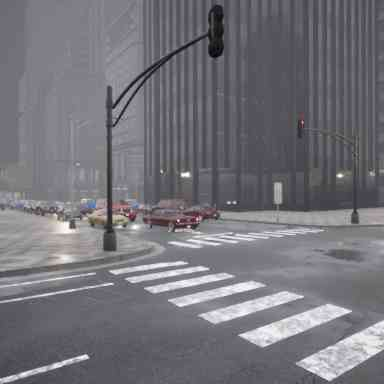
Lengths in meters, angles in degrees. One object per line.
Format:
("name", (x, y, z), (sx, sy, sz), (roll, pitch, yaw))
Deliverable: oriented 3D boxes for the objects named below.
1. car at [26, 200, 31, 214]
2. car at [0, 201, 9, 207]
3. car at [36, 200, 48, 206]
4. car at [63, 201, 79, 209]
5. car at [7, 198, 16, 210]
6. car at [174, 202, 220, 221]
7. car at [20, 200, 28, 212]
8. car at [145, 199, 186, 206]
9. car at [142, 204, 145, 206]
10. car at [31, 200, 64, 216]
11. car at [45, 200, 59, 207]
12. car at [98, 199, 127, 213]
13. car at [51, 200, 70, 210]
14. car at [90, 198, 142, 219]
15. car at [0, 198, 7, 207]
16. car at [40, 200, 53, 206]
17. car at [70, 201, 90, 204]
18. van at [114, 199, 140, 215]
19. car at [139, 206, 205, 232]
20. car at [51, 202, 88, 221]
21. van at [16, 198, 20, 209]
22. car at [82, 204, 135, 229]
("car", (-20.467, 2.196, 44.469), (1.887, 1.381, 4.507), (-1, 0, -35))
("car", (-44.331, 2.770, 78.093), (1.802, 1.307, 4.206), (-1, 0, -35))
("car", (-37.683, 2.709, 83.455), (2.008, 1.369, 4.403), (-1, 0, -35))
("car", (-22.627, 2.406, 62.244), (1.802, 1.307, 4.206), (-1, 0, -35))
("car", (-31.884, 2.353, 60.552), (1.967, 1.590, 4.097), (-1, 0, -35))
("car", (0.633, 1.828, 29.475), (1.887, 1.381, 4.507), (-1, 0, -35))
("car", (-23.297, 2.156, 48.453), (1.967, 1.590, 4.097), (-1, 0, -35))
("car", (-2.312, 1.668, 33.627), (2.192, 1.841, 5.009), (-1, 0, -35))
("car", (-5.246, 2.004, 37.779), (1.802, 1.307, 4.206), (-1, 0, -35))
("car", (-17.644, 1.900, 40.485), (2.192, 1.841, 5.009), (-1, 0, -35))
("car", (-31.660, 2.594, 74.970), (1.947, 1.339, 4.313), (-1, 0, -35))
("car", (-11.131, 1.874, 46.082), (2.192, 1.841, 5.009), (-1, 0, -35))
("car", (-22.989, 2.270, 57.995), (1.882, 1.535, 5.008), (0, -1, -35))
("car", (-7.024, 1.598, 30.150), (2.150, 2.045, 5.566), (0, -1, -35))
("car", (-41.219, 2.666, 73.708), (1.887, 1.381, 4.507), (-1, 0, -35))
("car", (-34.672, 2.660, 79.213), (1.947, 1.339, 4.313), (-1, 0, -35))
("car", (-12.947, 2.063, 38.503), (2.033, 1.411, 5.357), (0, -1, -35))
("van", (-8.191, 1.832, 41.931), (1.690, 1.788, 3.998), (-1, 0, -35))
("car", (-1.472, 1.846, 22.326), (1.895, 1.301, 4.718), (0, -1, -35))
("car", (-11.983, 2.004, 32.517), (2.008, 1.369, 4.403), (-1, 0, -35))
("van", (-26.127, 2.122, 52.438), (1.690, 1.788, 3.998), (-1, 0, -35))
("car", (-6.229, 1.843, 24.410), (1.752, 1.417, 4.829), (-1, 0, -35))
